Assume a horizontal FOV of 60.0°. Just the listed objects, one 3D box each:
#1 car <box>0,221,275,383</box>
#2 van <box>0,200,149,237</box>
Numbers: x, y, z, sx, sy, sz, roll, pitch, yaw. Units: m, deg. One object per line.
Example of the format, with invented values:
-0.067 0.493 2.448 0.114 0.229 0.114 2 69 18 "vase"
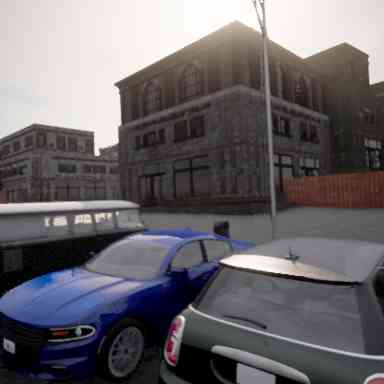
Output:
-0.571 1.440 5.732 2.097 1.535 5.008 0 0 35 "car"
-2.765 1.204 7.433 1.878 1.987 4.442 0 0 35 "van"
